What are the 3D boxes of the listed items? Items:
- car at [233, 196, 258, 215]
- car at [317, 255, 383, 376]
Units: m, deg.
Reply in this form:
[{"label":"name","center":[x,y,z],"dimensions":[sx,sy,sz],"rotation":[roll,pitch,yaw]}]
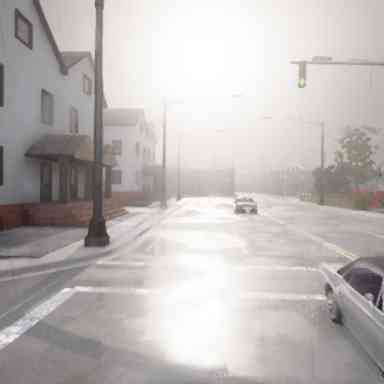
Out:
[{"label":"car","center":[4.603,1.166,29.057],"dimensions":[2.128,1.511,4.902],"rotation":[1,2,3]},{"label":"car","center":[3.093,1.628,4.203],"dimensions":[1.895,1.301,4.718],"rotation":[1,1,7]}]
